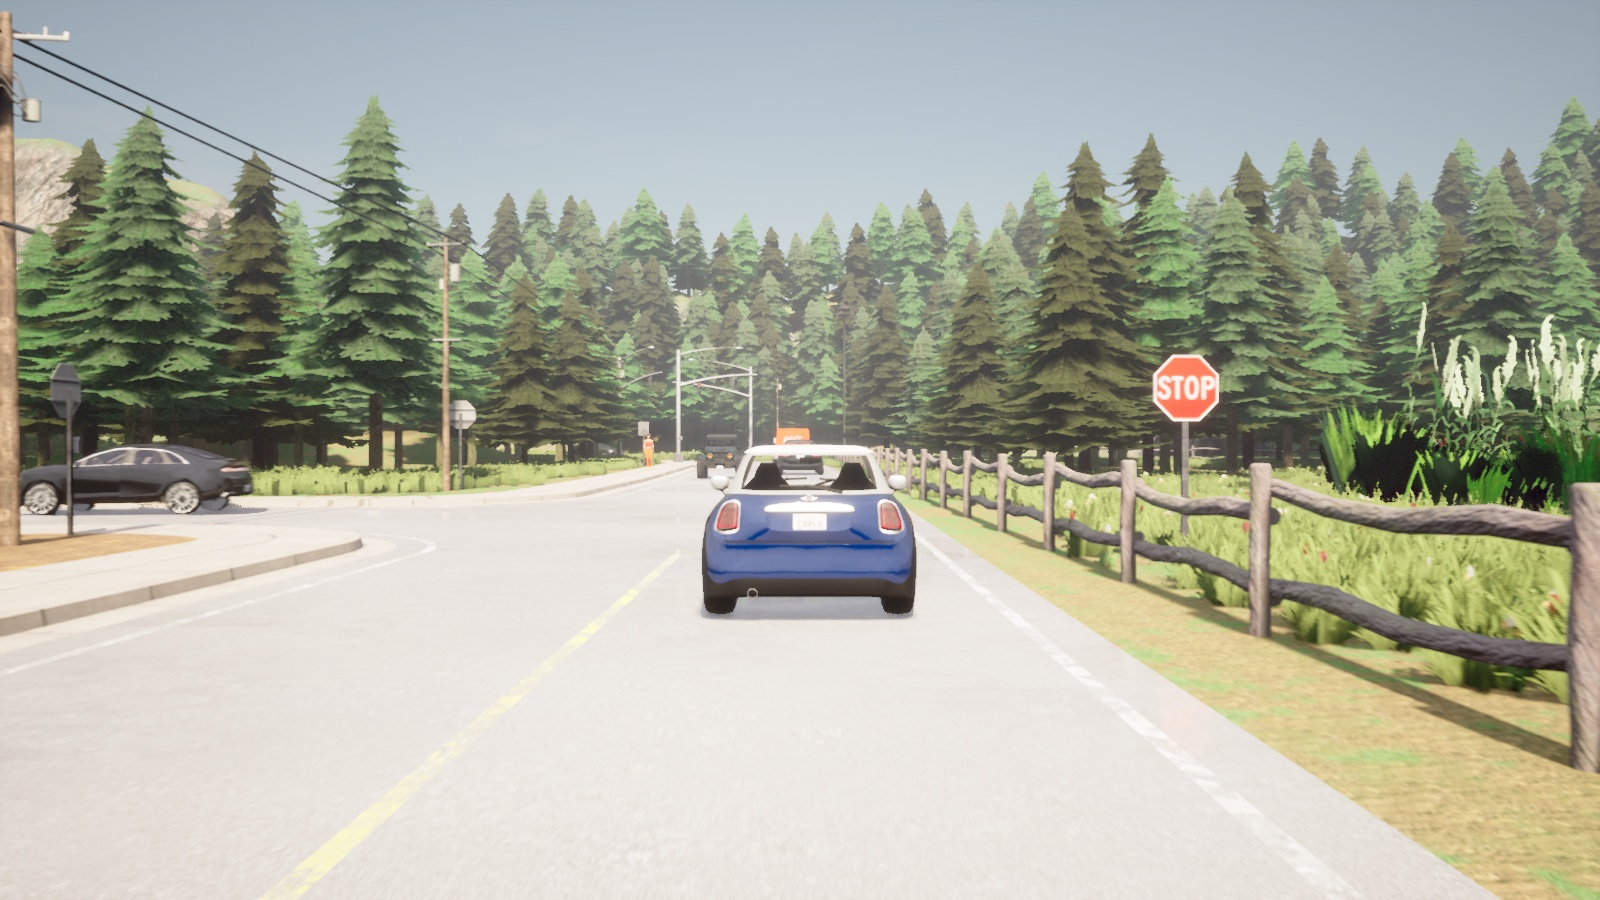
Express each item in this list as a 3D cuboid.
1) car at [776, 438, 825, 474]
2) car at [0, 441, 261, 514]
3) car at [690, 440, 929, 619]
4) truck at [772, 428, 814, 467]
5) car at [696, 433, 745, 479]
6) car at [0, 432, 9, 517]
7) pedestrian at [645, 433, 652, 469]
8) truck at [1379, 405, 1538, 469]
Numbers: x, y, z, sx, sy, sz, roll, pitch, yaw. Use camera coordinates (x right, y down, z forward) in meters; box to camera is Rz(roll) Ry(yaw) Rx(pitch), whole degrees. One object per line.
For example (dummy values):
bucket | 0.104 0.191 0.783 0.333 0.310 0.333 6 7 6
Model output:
car | -0.027 0.256 60.912 2.242 1.667 4.611 0 0 -1
car | -14.597 0.572 27.267 4.902 1.511 2.128 0 0 -4
car | 0.084 0.643 12.271 1.970 1.475 3.806 0 0 0
truck | -0.516 -0.198 82.550 2.627 2.467 5.204 0 0 -2
car | -3.320 0.245 52.874 1.905 1.878 3.866 0 0 -1
car | -17.915 0.478 23.655 4.611 1.667 2.242 0 0 -2
pedestrian | -7.624 0.054 63.208 0.345 1.836 0.594 0 0 -7
truck | 40.998 -0.793 78.519 2.891 3.827 8.468 0 0 -34
